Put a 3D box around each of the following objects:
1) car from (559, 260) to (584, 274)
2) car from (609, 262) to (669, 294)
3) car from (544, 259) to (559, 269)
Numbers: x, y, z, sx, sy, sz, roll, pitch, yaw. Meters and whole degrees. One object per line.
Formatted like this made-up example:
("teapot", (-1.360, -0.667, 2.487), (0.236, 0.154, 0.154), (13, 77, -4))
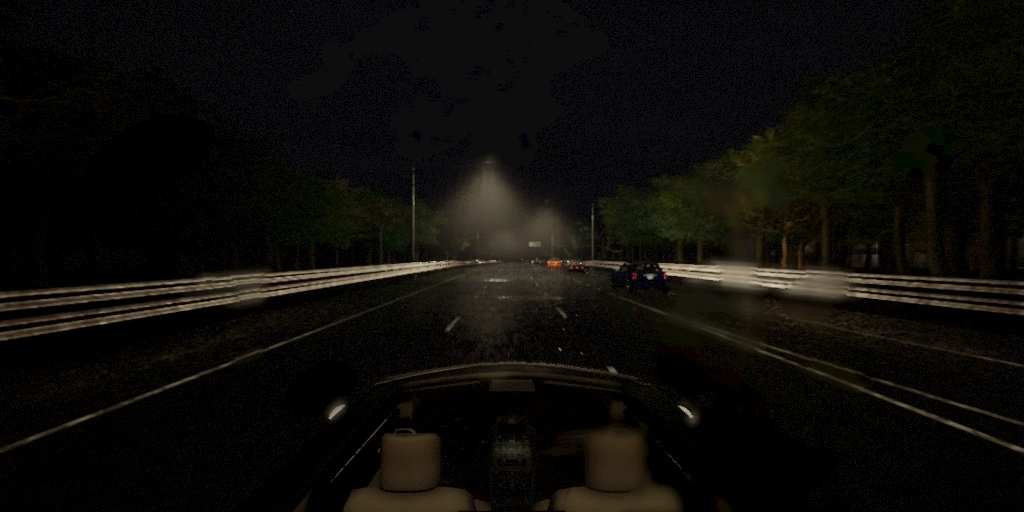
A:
("car", (7.044, 1.318, 41.366), (2.033, 1.411, 5.357), (0, 0, 0))
("car", (7.032, 1.106, 20.389), (2.097, 1.767, 4.553), (0, 0, 0))
("car", (7.115, 1.220, 60.673), (2.097, 1.767, 4.553), (0, 0, 0))
